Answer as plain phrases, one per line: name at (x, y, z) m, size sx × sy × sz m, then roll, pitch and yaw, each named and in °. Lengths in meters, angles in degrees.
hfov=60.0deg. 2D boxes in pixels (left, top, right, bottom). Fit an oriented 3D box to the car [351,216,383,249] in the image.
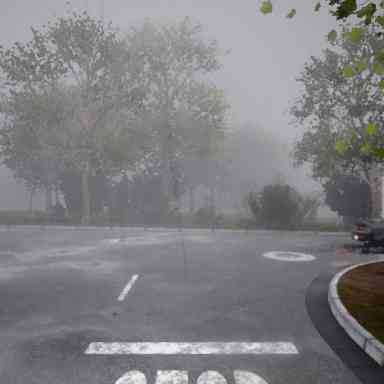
car at (9.190, 1.704, 13.697) m, size 4.892 × 1.490 × 1.837 m, roll 2°, pitch -1°, yaw 1°
